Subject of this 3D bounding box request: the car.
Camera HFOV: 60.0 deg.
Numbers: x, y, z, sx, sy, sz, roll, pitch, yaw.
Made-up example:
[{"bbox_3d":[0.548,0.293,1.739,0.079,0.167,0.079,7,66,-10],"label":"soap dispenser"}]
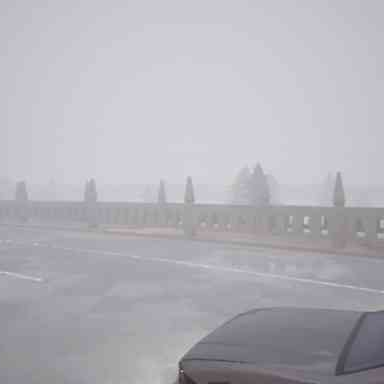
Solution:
[{"bbox_3d":[2.407,1.534,2.189,5.357,1.411,2.033,0,0,35],"label":"car"}]
